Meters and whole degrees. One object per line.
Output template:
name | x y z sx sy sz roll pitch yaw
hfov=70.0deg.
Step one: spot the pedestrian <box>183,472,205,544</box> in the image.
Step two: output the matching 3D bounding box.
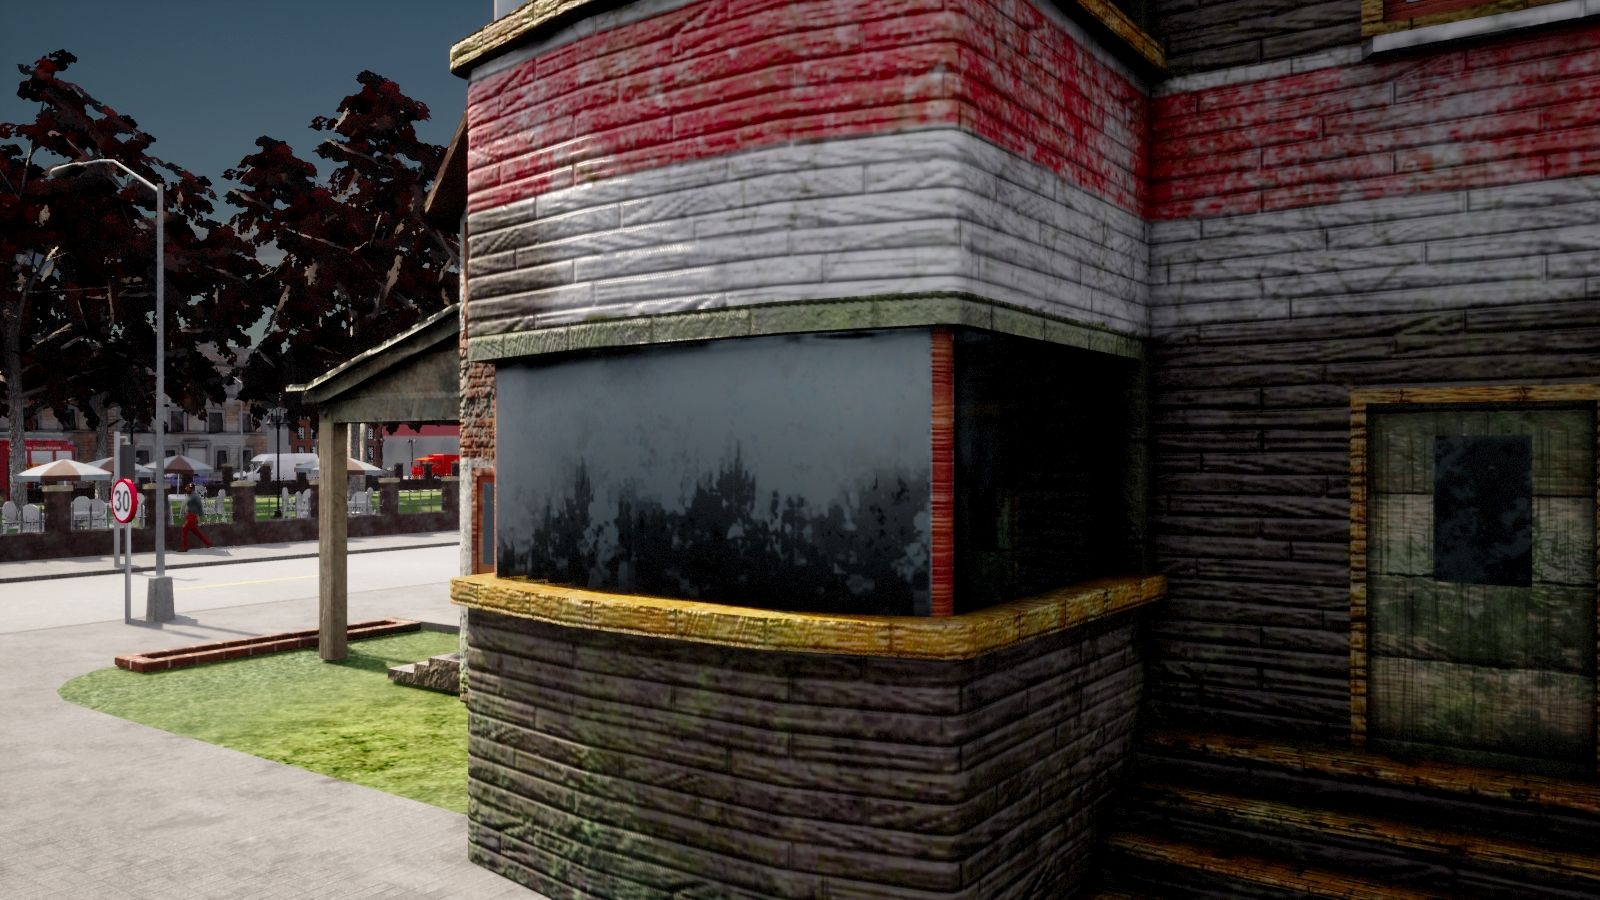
pedestrian | -15.885 1.517 29.941 0.375 1.860 0.375 0 0 36
